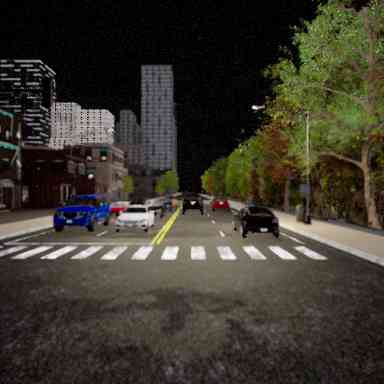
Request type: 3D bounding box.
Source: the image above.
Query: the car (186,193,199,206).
[{"bbox_3d":[0.048,1.238,58.221,2.150,2.045,5.566,0,0,0],"label":"car"}]

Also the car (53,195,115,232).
[{"bbox_3d":[-6.599,1.228,20.665,2.150,2.045,5.566,0,0,0],"label":"car"}]

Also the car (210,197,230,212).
[{"bbox_3d":[3.337,1.363,40.013,2.097,1.767,4.553,0,0,0],"label":"car"}]

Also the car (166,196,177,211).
[{"bbox_3d":[-3.264,1.503,39.629,2.128,1.511,4.902,0,0,0],"label":"car"}]

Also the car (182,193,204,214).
[{"bbox_3d":[0.089,1.232,35.551,2.150,2.045,5.566,0,0,0],"label":"car"}]

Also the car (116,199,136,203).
[{"bbox_3d":[-6.580,1.610,30.476,1.895,1.301,4.718,0,0,0],"label":"car"}]

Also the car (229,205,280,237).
[{"bbox_3d":[3.344,1.511,17.887,1.837,1.490,4.892,0,0,0],"label":"car"}]

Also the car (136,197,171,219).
[{"bbox_3d":[-3.335,1.500,29.543,2.128,1.511,4.902,0,0,0],"label":"car"}]

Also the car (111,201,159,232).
[{"bbox_3d":[-3.352,1.532,20.321,1.812,1.442,4.674,0,0,0],"label":"car"}]
